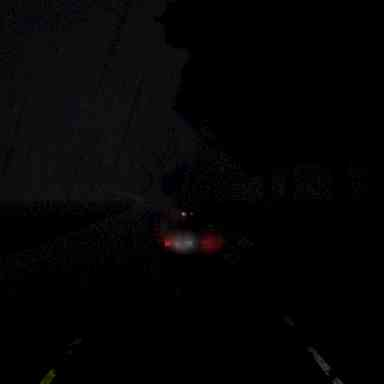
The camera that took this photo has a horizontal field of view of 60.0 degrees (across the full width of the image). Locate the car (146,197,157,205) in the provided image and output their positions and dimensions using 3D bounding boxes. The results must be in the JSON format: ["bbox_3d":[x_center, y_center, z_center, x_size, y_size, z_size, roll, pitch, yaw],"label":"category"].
[{"bbox_3d":[-7.876,1.757,64.543,1.994,1.385,4.181,0,0,-7],"label":"car"}]

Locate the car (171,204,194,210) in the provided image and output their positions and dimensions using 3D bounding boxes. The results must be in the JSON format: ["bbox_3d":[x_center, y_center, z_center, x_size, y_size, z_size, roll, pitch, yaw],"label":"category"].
[{"bbox_3d":[-0.782,1.704,27.630,2.033,1.411,5.357,0,0,-3],"label":"car"}]

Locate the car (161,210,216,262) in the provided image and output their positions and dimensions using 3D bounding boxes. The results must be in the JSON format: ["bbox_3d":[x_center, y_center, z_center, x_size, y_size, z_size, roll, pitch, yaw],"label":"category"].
[{"bbox_3d":[-0.152,1.647,12.606,2.033,1.411,5.357,0,0,-1],"label":"car"}]
